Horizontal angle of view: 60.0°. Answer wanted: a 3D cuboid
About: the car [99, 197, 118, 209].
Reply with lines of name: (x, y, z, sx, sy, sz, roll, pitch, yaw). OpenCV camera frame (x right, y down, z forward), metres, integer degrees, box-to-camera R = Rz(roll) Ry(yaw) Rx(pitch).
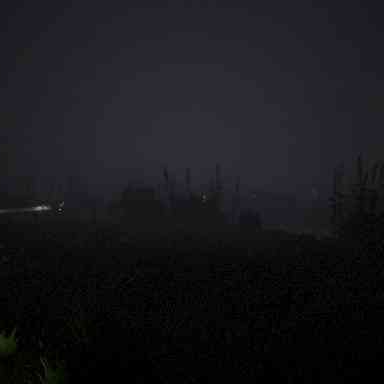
car: (-5.705, 1.001, 30.277, 1.812, 1.442, 4.674, 0, 2, 41)

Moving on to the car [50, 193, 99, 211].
car: (-10.527, 0.961, 30.377, 2.097, 1.767, 4.553, 0, 3, 40)

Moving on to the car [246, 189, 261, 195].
car: (9.650, 0.728, 46.749, 2.150, 2.045, 5.566, 0, -2, 43)
